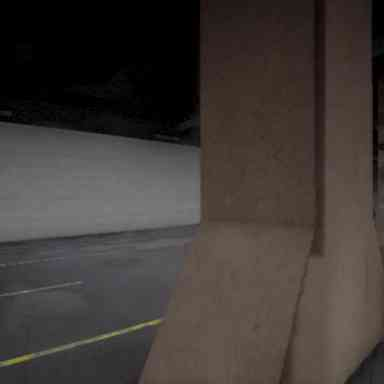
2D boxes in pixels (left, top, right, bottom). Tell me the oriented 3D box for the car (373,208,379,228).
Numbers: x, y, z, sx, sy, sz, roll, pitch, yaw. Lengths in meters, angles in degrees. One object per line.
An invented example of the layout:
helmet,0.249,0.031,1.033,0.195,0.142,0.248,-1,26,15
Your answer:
car,10.722,1.633,19.213,1.895,1.301,4.718,0,0,40
